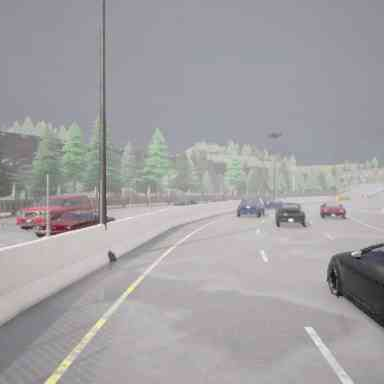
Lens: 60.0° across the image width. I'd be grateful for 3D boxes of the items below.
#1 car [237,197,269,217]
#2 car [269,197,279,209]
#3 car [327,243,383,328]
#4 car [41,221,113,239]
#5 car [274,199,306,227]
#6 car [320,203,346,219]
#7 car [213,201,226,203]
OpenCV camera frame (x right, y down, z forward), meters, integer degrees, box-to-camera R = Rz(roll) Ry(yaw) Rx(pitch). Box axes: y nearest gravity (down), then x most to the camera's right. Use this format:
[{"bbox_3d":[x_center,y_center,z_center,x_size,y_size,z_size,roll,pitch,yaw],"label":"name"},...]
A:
[{"bbox_3d":[5.618,1.352,31.131,2.097,1.767,4.553,0,0,19],"label":"car"},{"bbox_3d":[10.215,1.352,42.124,2.097,1.767,4.553,0,0,28],"label":"car"},{"bbox_3d":[3.956,1.564,5.869,1.994,1.385,4.181,0,0,4],"label":"car"},{"bbox_3d":[-5.592,1.601,16.373,1.895,1.301,4.718,0,0,10],"label":"car"},{"bbox_3d":[6.823,1.505,23.151,1.837,1.490,4.892,0,0,15],"label":"car"},{"bbox_3d":[12.463,1.600,29.599,1.895,1.301,4.718,0,0,19],"label":"car"},{"bbox_3d":[4.345,1.563,53.540,1.994,1.385,4.181,0,0,31],"label":"car"}]
